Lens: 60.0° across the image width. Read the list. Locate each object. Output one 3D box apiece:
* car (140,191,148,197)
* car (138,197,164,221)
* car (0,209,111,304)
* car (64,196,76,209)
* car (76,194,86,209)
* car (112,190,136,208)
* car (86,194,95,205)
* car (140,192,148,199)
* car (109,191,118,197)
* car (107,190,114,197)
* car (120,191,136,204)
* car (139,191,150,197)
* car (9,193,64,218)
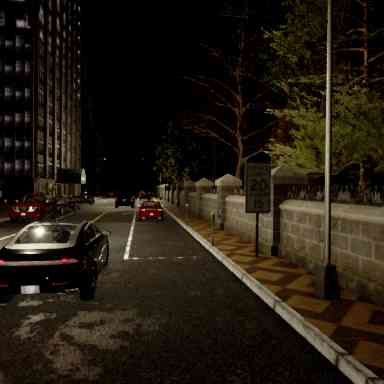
[{"bbox_3d":[-12.244,0.514,84.275,1.967,1.590,4.097,0,1,-9],"label":"car"},{"bbox_3d":[-2.998,1.311,24.186,1.887,1.381,4.507,0,1,-9],"label":"car"},{"bbox_3d":[-3.104,1.410,8.025,2.128,1.511,4.902,0,1,-9],"label":"car"},{"bbox_3d":[-11.627,1.197,28.449,2.008,1.369,4.403,0,1,-9],"label":"car"},{"bbox_3d":[-12.467,1.136,33.912,2.008,1.369,4.403,0,1,-9],"label":"car"},{"bbox_3d":[-7.801,0.930,38.909,2.097,1.767,4.553,0,1,-8],"label":"car"},{"bbox_3d":[-14.123,0.989,44.669,1.752,1.417,4.829,0,1,-9],"label":"car"},{"bbox_3d":[-10.590,0.727,73.519,1.752,1.417,4.829,0,1,-9],"label":"car"},{"bbox_3d":[-20.874,0.515,88.540,1.947,1.339,4.313,0,1,-9],"label":"car"},{"bbox_3d":[-20.032,0.330,83.075,2.192,1.841,5.009,0,1,-9],"label":"car"},{"bbox_3d":[-9.348,0.819,48.602,2.097,1.767,4.553,0,1,-9],"label":"car"},{"bbox_3d":[-8.881,0.646,62.423,2.192,1.841,5.009,0,1,-9],"label":"car"},{"bbox_3d":[-10.784,1.022,22.984,2.192,1.841,5.009,0,1,-9],"label":"car"}]
